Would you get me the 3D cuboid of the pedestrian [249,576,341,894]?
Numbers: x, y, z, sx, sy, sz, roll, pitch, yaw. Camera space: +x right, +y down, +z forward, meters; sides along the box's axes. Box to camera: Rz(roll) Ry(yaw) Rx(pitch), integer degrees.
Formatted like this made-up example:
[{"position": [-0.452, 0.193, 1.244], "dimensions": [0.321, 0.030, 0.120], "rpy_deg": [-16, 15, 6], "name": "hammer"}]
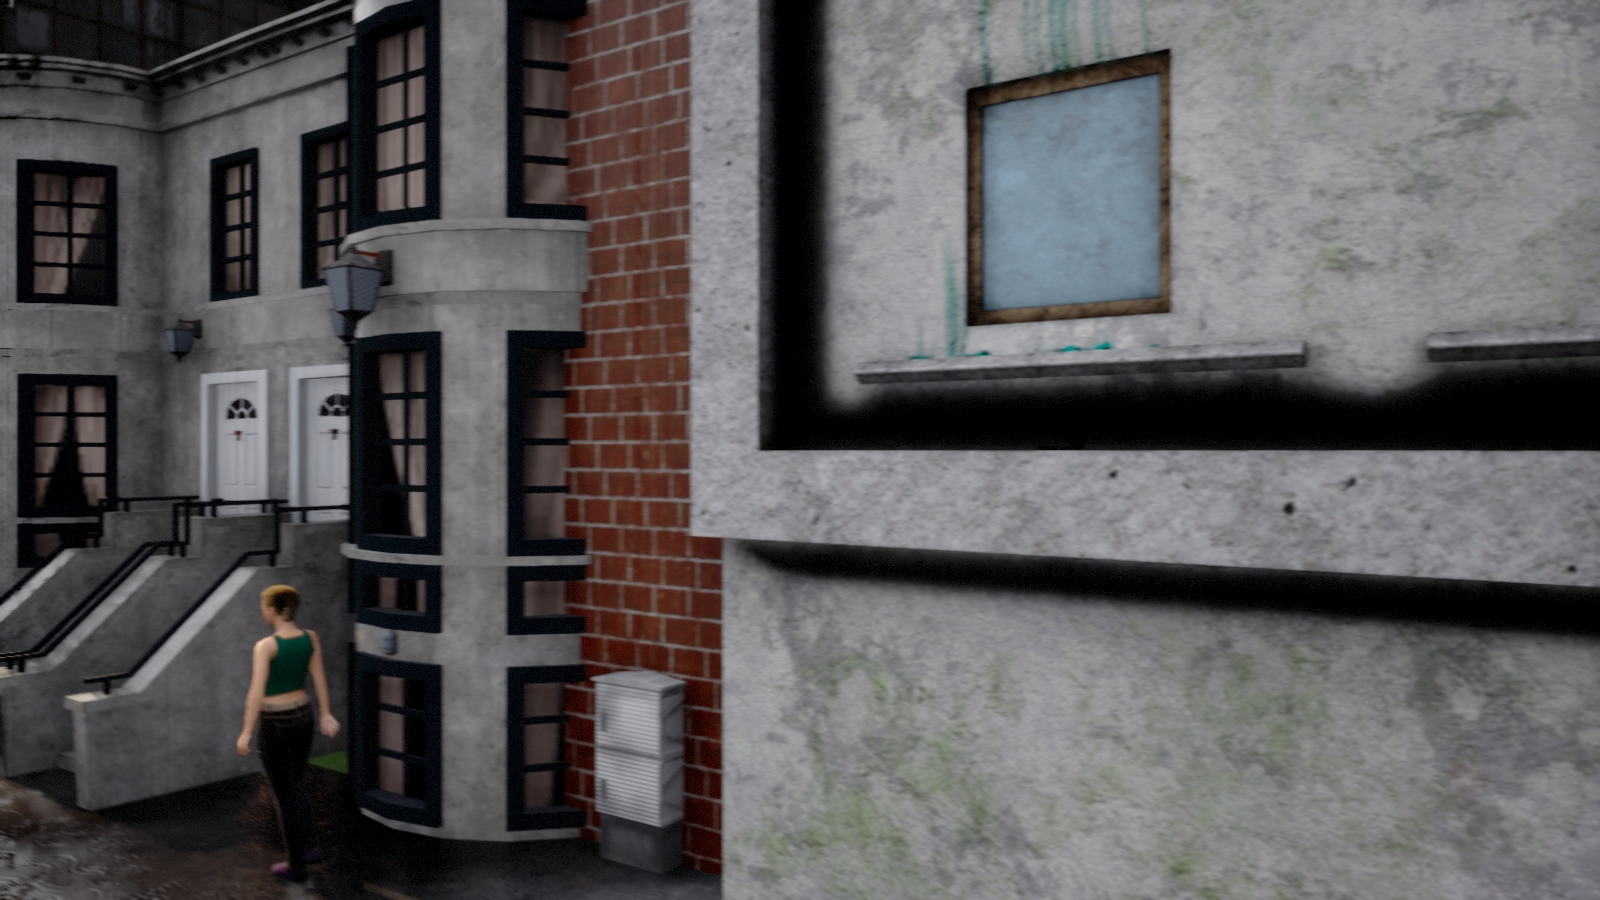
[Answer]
[{"position": [-3.146, 1.744, 7.128], "dimensions": [0.375, 1.860, 0.375], "rpy_deg": [0, 0, 27], "name": "pedestrian"}]
